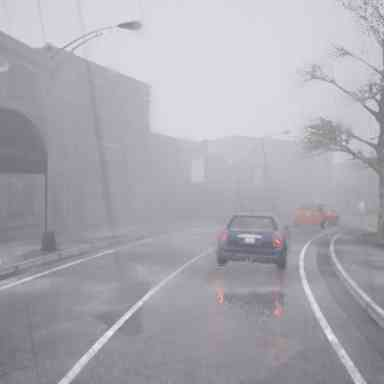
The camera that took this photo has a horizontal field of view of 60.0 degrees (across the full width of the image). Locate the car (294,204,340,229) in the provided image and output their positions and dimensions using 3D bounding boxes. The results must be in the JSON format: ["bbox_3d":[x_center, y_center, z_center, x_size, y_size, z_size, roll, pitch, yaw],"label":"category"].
[{"bbox_3d":[9.307,1.659,24.534,2.097,1.767,4.553,1,0,38],"label":"car"}]

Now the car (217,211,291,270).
[{"bbox_3d":[2.348,1.463,11.806,2.097,1.767,4.553,1,0,18],"label":"car"}]
